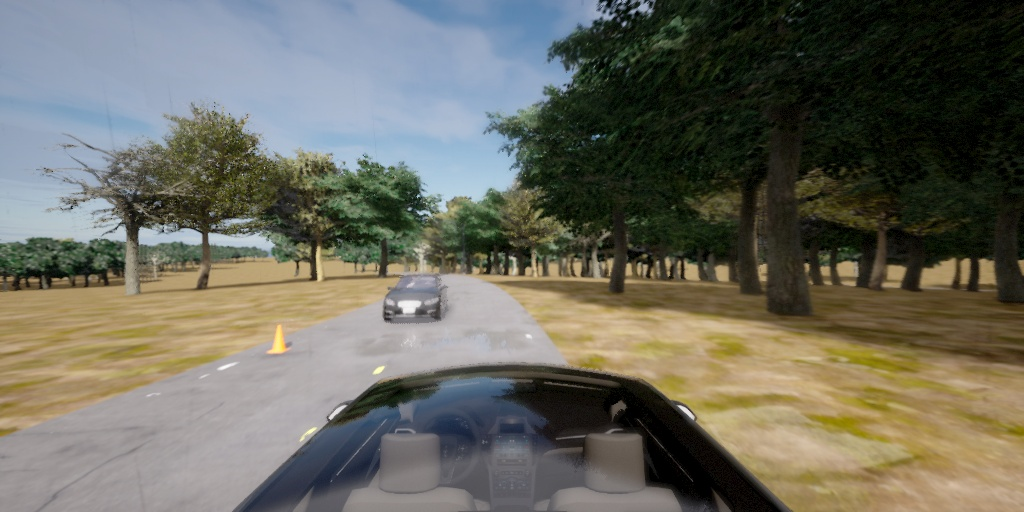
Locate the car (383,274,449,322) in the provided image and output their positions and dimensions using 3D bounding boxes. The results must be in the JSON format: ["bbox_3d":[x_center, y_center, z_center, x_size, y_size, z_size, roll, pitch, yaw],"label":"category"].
[{"bbox_3d":[-3.396,1.440,13.304,2.128,1.511,4.902,0,-1,-7],"label":"car"}]

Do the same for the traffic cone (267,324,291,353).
[{"bbox_3d":[-5.190,1.826,8.007,0.340,0.580,0.340,0,0,-3],"label":"traffic cone"}]
